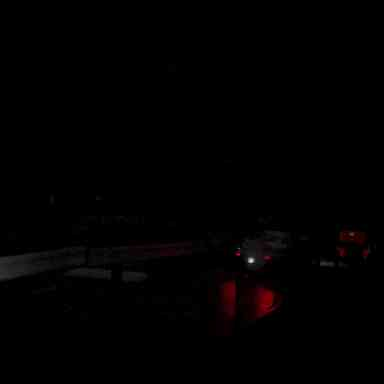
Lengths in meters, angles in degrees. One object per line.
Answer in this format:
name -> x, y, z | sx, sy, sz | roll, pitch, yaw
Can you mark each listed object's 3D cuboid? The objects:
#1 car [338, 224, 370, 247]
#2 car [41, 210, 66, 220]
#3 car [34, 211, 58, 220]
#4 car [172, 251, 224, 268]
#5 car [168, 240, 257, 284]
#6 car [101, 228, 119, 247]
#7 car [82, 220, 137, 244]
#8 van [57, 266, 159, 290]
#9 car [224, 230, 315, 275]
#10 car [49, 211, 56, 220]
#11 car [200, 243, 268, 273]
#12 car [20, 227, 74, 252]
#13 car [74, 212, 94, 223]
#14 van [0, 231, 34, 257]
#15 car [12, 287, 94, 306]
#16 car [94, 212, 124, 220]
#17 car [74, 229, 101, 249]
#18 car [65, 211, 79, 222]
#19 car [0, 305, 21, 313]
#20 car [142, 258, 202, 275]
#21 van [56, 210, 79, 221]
car -> 13.540, 3.497, 27.722 | 2.097, 1.767, 4.553 | 0, -4, 31
car -> -28.263, 4.676, 68.043 | 2.185, 1.767, 4.553 | 0, 0, 17
car -> -30.643, 4.837, 69.885 | 2.002, 1.452, 4.674 | 0, 0, 17
car -> -0.400, 4.582, 19.937 | 5.566, 2.045, 2.435 | 1, 1, 15
car -> 1.413, 4.593, 22.403 | 5.566, 2.045, 2.435 | 1, 0, 16
car -> -10.553, 4.845, 34.815 | 4.792, 1.488, 2.163 | -1, -1, 15
car -> -8.888, 4.574, 37.213 | 5.566, 2.045, 2.435 | -1, 0, 16
van -> -3.774, 4.590, 14.997 | 4.442, 1.987, 1.878 | 1, 0, 16
car -> 3.334, 2.238, 12.980 | 1.812, 1.442, 4.674 | 0, -5, 36
car -> -25.843, 4.807, 66.265 | 2.097, 1.535, 5.008 | 0, 1, 17
car -> 3.167, 4.884, 24.865 | 4.792, 1.488, 2.163 | 1, 0, 16
car -> -13.996, 4.545, 29.993 | 5.566, 2.045, 2.435 | -1, -1, 16
car -> -18.601, 4.819, 61.013 | 1.946, 1.575, 5.366 | 0, 0, 17
van -> -15.858, 4.562, 27.615 | 4.442, 1.987, 1.878 | -1, 0, 16
car -> -5.644, 4.805, 12.562 | 4.892, 1.521, 2.231 | 1, 1, 16
car -> -13.850, 4.584, 57.194 | 2.435, 2.045, 5.566 | 0, 1, 17
car -> -12.274, 4.555, 32.400 | 5.566, 2.045, 2.435 | -1, -1, 16
car -> -21.060, 4.858, 62.639 | 2.002, 1.452, 4.674 | 0, 1, 17
car -> -7.435, 4.667, 10.130 | 4.553, 1.767, 2.185 | 1, 0, 16
car -> -2.102, 4.699, 17.468 | 4.553, 1.767, 2.185 | 1, 1, 15
van -> -23.484, 4.588, 64.335 | 1.878, 1.987, 4.442 | 0, 1, 17
